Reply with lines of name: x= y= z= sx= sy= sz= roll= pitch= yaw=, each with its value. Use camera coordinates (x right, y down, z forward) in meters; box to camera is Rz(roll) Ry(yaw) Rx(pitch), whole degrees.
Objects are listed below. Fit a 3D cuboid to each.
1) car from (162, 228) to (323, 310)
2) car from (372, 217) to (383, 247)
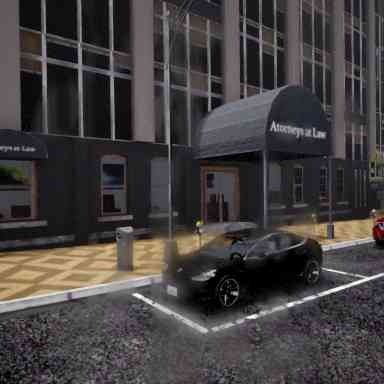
car: x=1.348 y=1.564 z=7.830 sx=4.313 sy=1.339 sz=1.947 roll=0 pitch=-1 yaw=-37
car: x=9.620 y=1.310 z=14.038 sx=5.009 sy=1.841 sz=2.192 roll=0 pitch=-1 yaw=-37
